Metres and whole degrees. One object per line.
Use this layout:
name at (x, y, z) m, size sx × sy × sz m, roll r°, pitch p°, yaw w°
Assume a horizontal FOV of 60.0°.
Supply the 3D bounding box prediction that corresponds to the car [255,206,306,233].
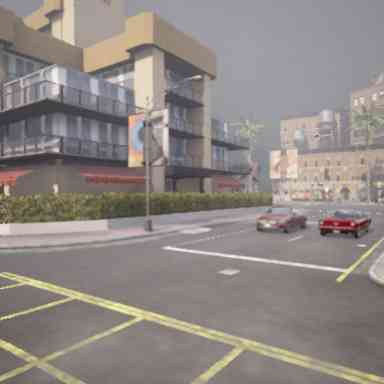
car at (5.475, 1.565, 20.037) m, size 1.812 × 1.442 × 4.674 m, roll 0°, pitch 0°, yaw 36°

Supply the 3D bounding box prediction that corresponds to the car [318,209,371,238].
car at (8.324, 1.624, 18.005) m, size 1.895 × 1.301 × 4.718 m, roll 0°, pitch 0°, yaw 36°
